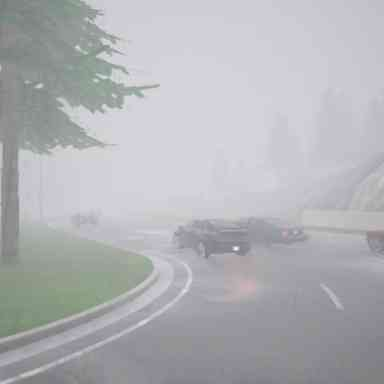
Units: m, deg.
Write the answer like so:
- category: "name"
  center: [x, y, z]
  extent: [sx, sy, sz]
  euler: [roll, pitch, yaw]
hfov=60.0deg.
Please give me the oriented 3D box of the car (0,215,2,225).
- category: "car"
  center: [-20.979, 2.859, 34.368]
  extent: [1.895, 1.301, 4.718]
  euler: [0, -2, -18]

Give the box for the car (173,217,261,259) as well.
- category: "car"
  center: [0.687, 1.884, 14.390]
  extent: [1.837, 1.490, 4.892]
  euler: [2, -3, -22]

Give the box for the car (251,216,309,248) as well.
- category: "car"
  center: [3.392, 1.955, 17.179]
  extent: [2.033, 1.411, 5.357]
  euler: [0, -2, -31]

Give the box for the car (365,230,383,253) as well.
- category: "car"
  center: [8.561, 1.793, 12.191]
  extent: [1.895, 1.301, 4.718]
  euler: [-1, -2, -6]

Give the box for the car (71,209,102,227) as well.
- category: "car"
  center: [-10.523, 2.636, 32.400]
  extent: [1.895, 1.301, 4.718]
  euler: [0, -2, -28]

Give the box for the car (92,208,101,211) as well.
- category: "car"
  center: [-15.887, 3.307, 54.528]
  extent: [1.895, 1.301, 4.718]
  euler: [0, -2, -21]
